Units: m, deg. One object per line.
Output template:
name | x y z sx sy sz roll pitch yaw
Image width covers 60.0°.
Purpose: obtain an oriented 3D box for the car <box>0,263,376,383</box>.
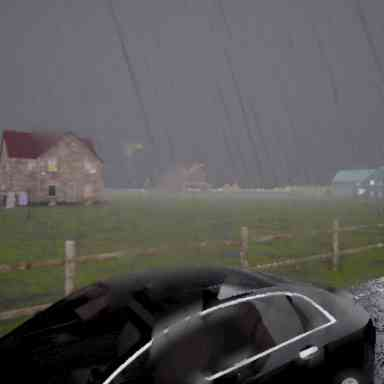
car | -0.314 1.508 2.830 4.892 1.490 1.837 0 0 -35
